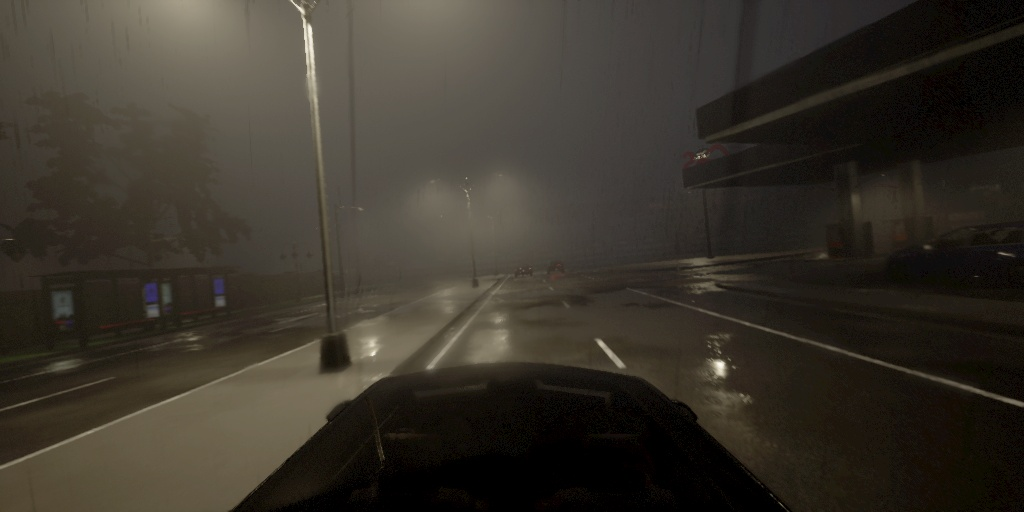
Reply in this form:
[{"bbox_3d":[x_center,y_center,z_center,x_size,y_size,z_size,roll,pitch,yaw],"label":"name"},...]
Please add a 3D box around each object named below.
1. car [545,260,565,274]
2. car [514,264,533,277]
[{"bbox_3d":[4.824,1.184,40.176,1.837,1.490,4.892,-5,-1,3],"label":"car"},{"bbox_3d":[1.288,1.560,39.977,1.994,1.385,4.181,-5,-1,3],"label":"car"}]
